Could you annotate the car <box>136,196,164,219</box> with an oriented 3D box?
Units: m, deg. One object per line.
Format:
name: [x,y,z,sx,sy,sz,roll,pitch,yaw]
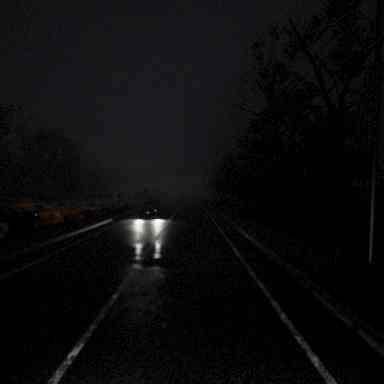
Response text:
car: [-3.385,1.358,27.904,1.837,1.490,4.892,0,0,0]

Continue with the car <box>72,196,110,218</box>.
car: [-10.012,1.376,27.911,5.366,1.575,1.946,0,0,0]

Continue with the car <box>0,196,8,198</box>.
car: [-23.255,1.428,36.283,4.674,1.452,2.002,0,0,0]

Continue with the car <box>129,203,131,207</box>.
car: [-10.177,1.394,39.016,5.008,1.535,2.097,0,0,0]

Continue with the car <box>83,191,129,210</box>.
car: [-10.207,1.139,36.240,5.566,2.045,2.435,0,0,0]

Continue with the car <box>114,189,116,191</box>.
car: [-23.356,0.494,88.175,4.792,1.488,2.163,0,1,0]

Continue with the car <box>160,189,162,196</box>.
car: [-10.326,0.595,79.952,5.008,1.535,2.097,0,1,0]

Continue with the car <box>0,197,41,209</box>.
car: [-23.233,1.399,44.470,5.008,1.535,2.097,0,0,0]

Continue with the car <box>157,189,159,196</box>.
car: [-10.378,0.666,74.387,4.792,1.488,2.163,0,0,0]

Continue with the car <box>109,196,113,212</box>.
car: [-10.198,1.383,30.687,4.892,1.521,2.231,0,0,0]

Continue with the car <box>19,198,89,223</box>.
car: [-10.026,1.370,22.237,5.366,1.575,1.946,0,0,0]

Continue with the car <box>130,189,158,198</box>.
car: [-10.329,0.683,71.603,4.792,1.488,2.163,0,0,0]

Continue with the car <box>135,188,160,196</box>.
car: [-10.371,0.493,77.171,4.553,1.767,2.185,0,1,0]

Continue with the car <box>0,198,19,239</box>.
car: [-10.262,1.272,14.037,4.553,1.767,2.185,0,0,0]

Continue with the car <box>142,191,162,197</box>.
car: [-10.307,0.518,85.534,4.892,1.521,2.231,0,1,0]

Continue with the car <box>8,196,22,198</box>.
car: [-23.222,1.421,39.053,4.792,1.488,2.163,0,0,0]

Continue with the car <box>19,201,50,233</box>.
car: [-10.218,1.384,16.817,4.892,1.521,2.231,0,0,0]

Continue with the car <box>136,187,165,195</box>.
car: [-10.351,0.309,82.742,5.566,2.045,2.435,0,1,0]

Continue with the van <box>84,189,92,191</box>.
van: [-23.311,0.427,71.560,4.442,1.987,1.878,1,0,0]

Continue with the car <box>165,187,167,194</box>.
car: [-10.255,0.196,93.889,4.553,1.767,2.185,0,2,0]

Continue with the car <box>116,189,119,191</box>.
car: [-23.371,0.398,90.964,5.008,1.535,2.097,0,1,0]

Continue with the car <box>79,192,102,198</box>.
car: [-23.423,0.658,77.020,4.674,1.452,2.002,0,0,0]

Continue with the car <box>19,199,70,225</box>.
car: [-10.403,1.372,19.585,5.366,1.575,1.946,0,0,0]

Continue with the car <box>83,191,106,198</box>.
car: [-23.440,0.622,79.932,4.792,1.488,2.163,0,1,0]

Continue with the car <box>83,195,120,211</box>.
car: [-10.370,1.383,33.464,5.366,1.575,1.946,0,0,0]
